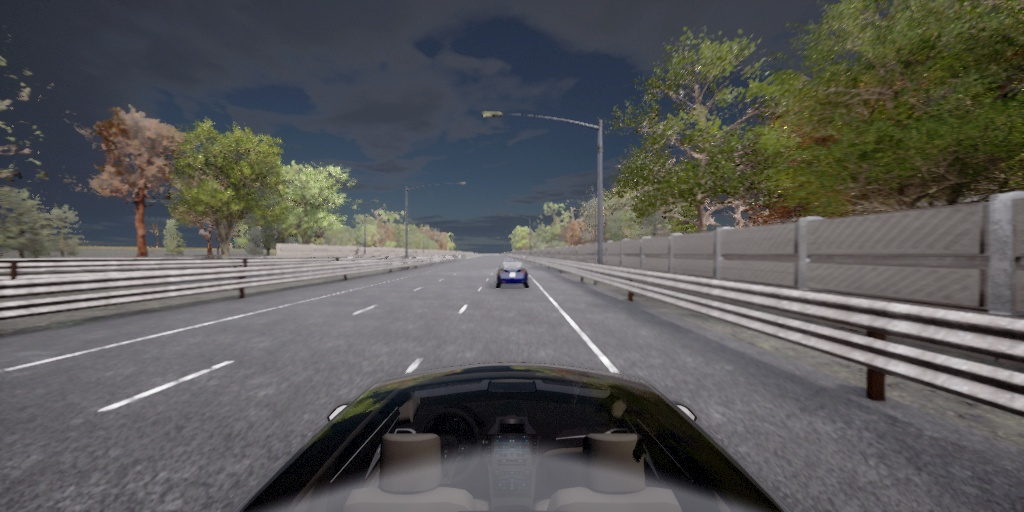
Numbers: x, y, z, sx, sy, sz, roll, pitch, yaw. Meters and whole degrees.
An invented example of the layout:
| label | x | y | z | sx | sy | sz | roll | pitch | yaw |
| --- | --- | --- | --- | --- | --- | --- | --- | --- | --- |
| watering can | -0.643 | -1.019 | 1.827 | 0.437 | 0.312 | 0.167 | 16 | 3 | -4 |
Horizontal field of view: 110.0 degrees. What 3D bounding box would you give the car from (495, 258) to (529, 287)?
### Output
| label | x | y | z | sx | sy | sz | roll | pitch | yaw |
| --- | --- | --- | --- | --- | --- | --- | --- | --- | --- |
| car | 0.011 | 1.103 | 22.740 | 2.163 | 1.488 | 4.792 | 0 | 0 | 0 |
